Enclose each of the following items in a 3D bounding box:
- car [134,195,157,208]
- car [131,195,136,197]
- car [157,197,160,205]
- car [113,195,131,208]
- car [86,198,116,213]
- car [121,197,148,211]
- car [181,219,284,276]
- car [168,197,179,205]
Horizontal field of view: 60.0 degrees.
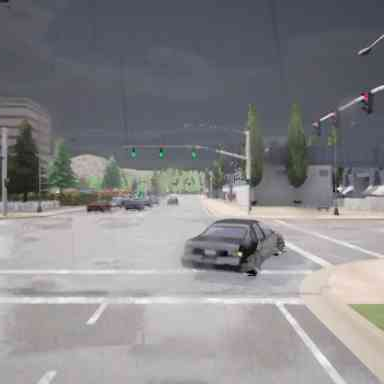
[{"bbox_3d":[-7.064,1.629,51.133,2.033,1.411,5.357,0,0,0],"label":"car"},{"bbox_3d":[-10.522,1.639,57.953,2.033,1.411,5.357,0,0,1],"label":"car"},{"bbox_3d":[-6.990,1.589,61.400,2.128,1.511,4.902,0,0,0],"label":"car"},{"bbox_3d":[-10.577,1.567,47.489,2.128,1.511,4.902,0,0,0],"label":"car"},{"bbox_3d":[-10.581,1.662,38.221,1.895,1.301,4.718,0,0,0],"label":"car"},{"bbox_3d":[-7.074,1.667,41.488,1.895,1.301,4.718,0,0,0],"label":"car"},{"bbox_3d":[1.544,1.564,10.604,2.033,1.411,5.357,0,0,26],"label":"car"},{"bbox_3d":[-3.381,1.643,60.339,2.033,1.411,5.357,0,0,0],"label":"car"}]
